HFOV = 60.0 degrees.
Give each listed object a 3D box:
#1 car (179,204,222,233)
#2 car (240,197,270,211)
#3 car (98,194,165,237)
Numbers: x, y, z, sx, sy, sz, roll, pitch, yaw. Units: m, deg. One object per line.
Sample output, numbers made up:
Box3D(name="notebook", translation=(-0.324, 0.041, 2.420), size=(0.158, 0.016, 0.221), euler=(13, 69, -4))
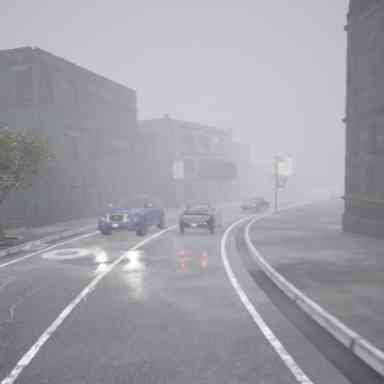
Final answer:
Box3D(name="car", translation=(0.594, 1.401, 18.975), size=(2.128, 1.511, 4.902), euler=(0, 1, 12))
Box3D(name="car", translation=(6.701, 1.196, 34.914), size=(2.033, 1.411, 5.357), euler=(2, 2, 28))
Box3D(name="car", translation=(-3.059, 1.158, 18.195), size=(2.150, 2.045, 5.566), euler=(0, 1, 11))
